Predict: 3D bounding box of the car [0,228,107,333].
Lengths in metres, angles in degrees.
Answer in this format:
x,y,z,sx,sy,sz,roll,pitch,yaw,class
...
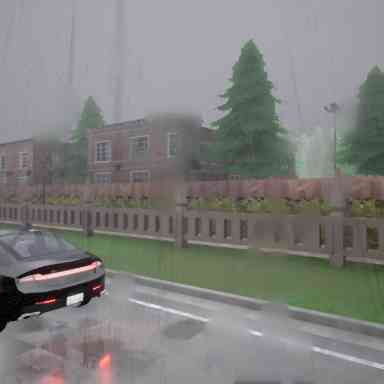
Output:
x,y,z,sx,sy,sz,roll,pitch,yaw,class
-3.836,1.491,6.710,4.902,1.511,2.128,0,0,35,car
